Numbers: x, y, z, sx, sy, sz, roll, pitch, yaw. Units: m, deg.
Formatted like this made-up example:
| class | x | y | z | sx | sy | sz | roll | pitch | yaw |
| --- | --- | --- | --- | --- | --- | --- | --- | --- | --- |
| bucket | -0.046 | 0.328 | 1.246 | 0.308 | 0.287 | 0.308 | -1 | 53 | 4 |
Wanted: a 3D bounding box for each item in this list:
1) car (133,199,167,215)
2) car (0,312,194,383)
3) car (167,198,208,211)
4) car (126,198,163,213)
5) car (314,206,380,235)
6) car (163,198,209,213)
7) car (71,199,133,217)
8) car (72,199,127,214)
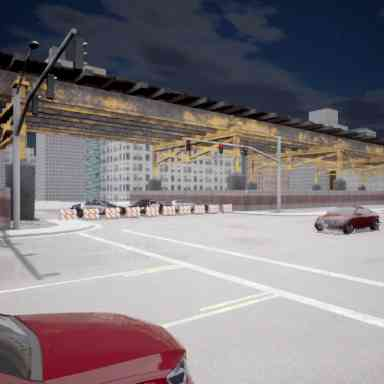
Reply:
| class | x | y | z | sx | sy | sz | roll | pitch | yaw |
| --- | --- | --- | --- | --- | --- | --- | --- | --- | --- |
| car | -4.631 | 1.453 | 33.093 | 2.038 | 1.542 | 4.974 | 0 | 0 | 18 |
| car | -2.141 | 1.526 | 2.240 | 4.674 | 1.442 | 1.812 | 0 | 0 | -35 |
| car | -0.781 | 1.295 | 36.856 | 4.536 | 1.218 | 1.853 | 0 | 0 | -7 |
| car | -4.615 | 1.295 | 33.143 | 1.853 | 1.218 | 4.536 | 0 | 0 | 18 |
| car | 8.980 | 1.527 | 19.050 | 4.674 | 1.442 | 1.812 | 0 | 0 | -36 |
| car | -0.730 | 1.453 | 36.862 | 4.974 | 1.542 | 2.038 | 0 | 0 | -7 |
| car | -8.370 | 1.453 | 30.399 | 4.974 | 1.542 | 2.038 | 0 | 0 | 8 |
| car | -8.421 | 1.295 | 30.406 | 4.536 | 1.218 | 1.853 | 0 | 0 | 8 |
